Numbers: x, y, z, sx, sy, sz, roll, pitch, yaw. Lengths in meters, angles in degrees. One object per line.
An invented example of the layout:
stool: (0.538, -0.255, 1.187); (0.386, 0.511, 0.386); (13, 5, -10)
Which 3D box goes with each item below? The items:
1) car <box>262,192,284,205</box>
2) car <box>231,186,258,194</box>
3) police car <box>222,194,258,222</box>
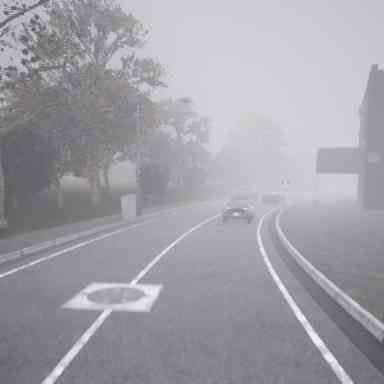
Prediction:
car: (10.123, 0.682, 41.067); (1.882, 1.535, 5.008); (3, 3, 26)
car: (6.781, 0.260, 42.652); (2.150, 2.045, 5.566); (3, 3, 28)
police car: (3.457, 1.212, 23.780); (2.038, 1.542, 4.974); (2, 2, 14)
